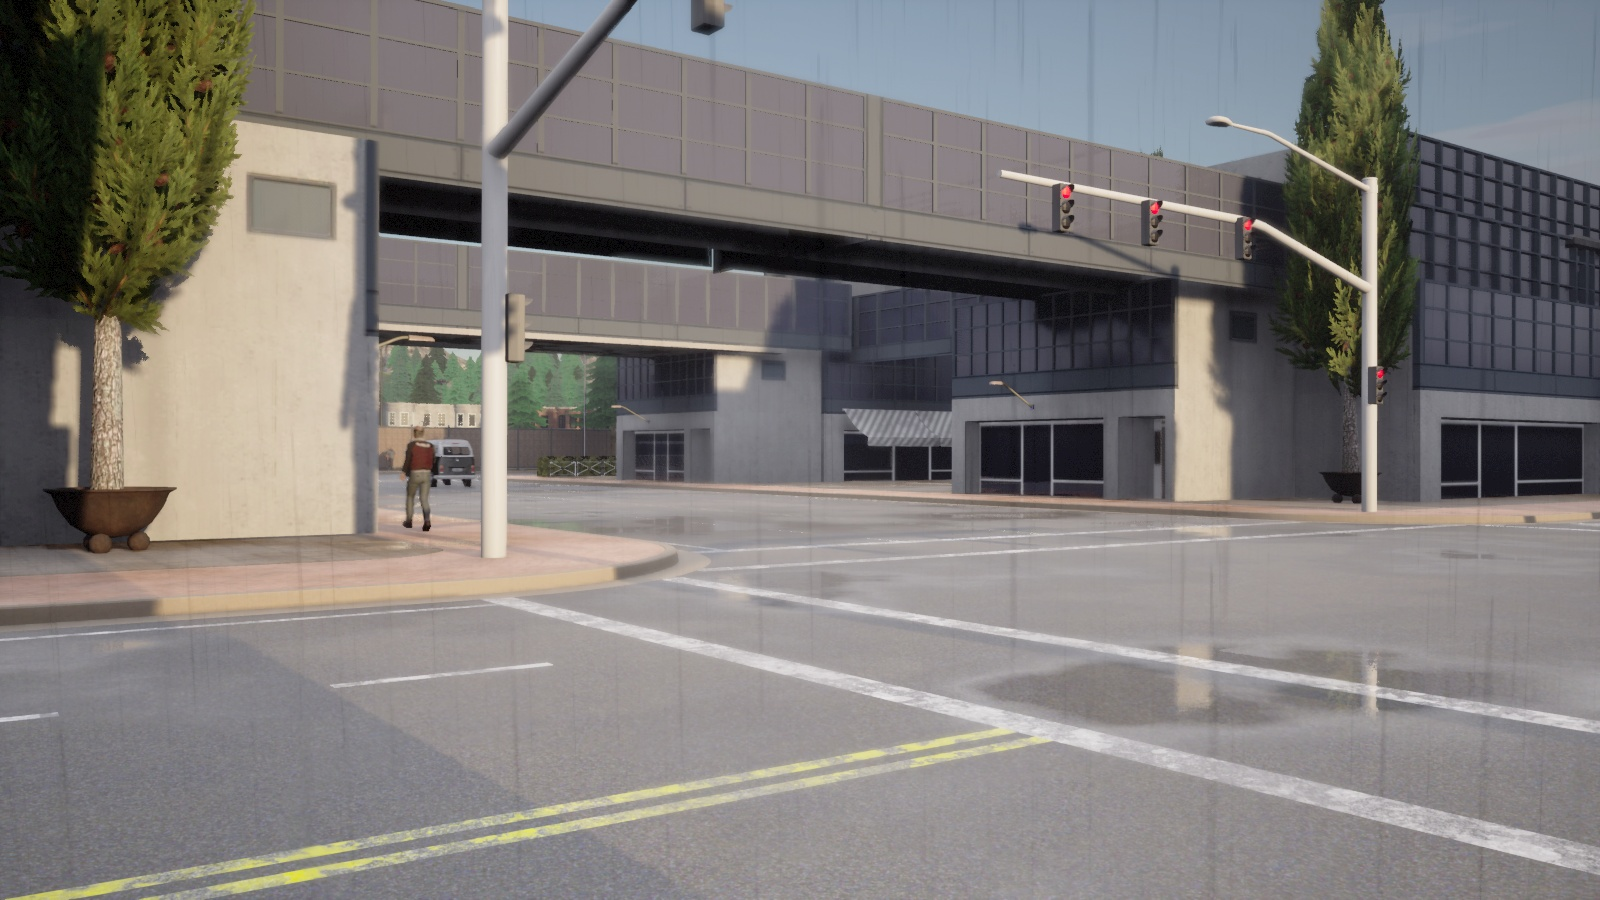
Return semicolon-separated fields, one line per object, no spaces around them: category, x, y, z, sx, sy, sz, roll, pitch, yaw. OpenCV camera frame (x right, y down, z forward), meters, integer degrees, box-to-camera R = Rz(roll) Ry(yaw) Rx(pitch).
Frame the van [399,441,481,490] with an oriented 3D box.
van;-15.708;0.635;54.675;2.069;2.038;4.480;0;0;-36

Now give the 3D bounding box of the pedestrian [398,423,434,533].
pedestrian;-6.560;0.470;21.468;0.376;1.854;0.720;0;0;-35
